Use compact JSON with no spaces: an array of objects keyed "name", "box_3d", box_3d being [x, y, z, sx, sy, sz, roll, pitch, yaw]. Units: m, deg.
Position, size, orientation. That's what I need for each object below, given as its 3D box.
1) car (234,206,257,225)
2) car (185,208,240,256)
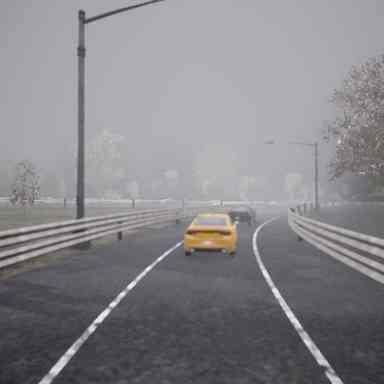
[{"name":"car","box_3d":[4.358,1.933,28.390,1.882,1.535,5.008,0,-1,18]},{"name":"car","box_3d":[0.938,1.660,14.088,1.882,1.535,5.008,0,-1,9]}]
